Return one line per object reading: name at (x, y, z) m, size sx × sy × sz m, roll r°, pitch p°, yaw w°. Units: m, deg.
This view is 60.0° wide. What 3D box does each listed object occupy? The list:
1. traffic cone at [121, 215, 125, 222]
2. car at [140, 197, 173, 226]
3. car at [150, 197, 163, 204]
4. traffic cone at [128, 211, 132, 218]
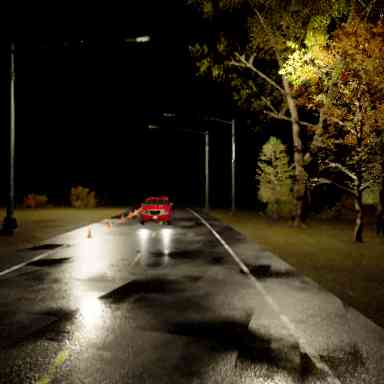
traffic cone at (-5.645, 2.128, 26.977) m, size 0.340 × 0.580 × 0.340 m, roll 0°, pitch 0°, yaw -3°
car at (-2.628, 1.387, 25.386) m, size 2.150 × 2.045 × 5.566 m, roll 0°, pitch 0°, yaw -3°
car at (-8.175, 1.889, 75.726) m, size 2.128 × 1.511 × 4.902 m, roll 0°, pitch 0°, yaw -17°
traffic cone at (-5.910, 2.157, 31.947) m, size 0.340 × 0.580 × 0.340 m, roll 0°, pitch 0°, yaw -3°
